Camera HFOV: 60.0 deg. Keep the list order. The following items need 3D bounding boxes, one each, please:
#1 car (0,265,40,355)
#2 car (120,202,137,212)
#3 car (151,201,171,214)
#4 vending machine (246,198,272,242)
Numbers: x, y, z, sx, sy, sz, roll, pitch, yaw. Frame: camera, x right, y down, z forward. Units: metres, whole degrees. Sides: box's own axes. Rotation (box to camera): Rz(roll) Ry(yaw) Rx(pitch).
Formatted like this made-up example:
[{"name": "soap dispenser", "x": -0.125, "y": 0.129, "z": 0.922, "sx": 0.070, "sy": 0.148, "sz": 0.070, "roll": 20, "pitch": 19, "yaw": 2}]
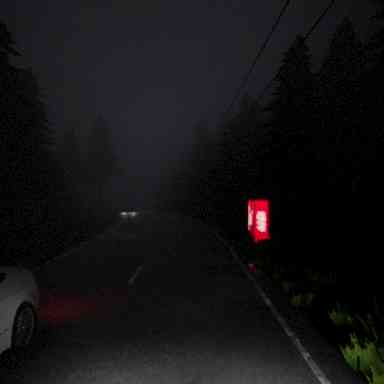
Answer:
[{"name": "car", "x": -3.300, "y": 1.562, "z": 3.525, "sx": 1.812, "sy": 1.442, "sz": 4.674, "roll": 0, "pitch": -1, "yaw": 0}, {"name": "car", "x": -8.824, "y": 2.017, "z": 45.726, "sx": 1.994, "sy": 1.385, "sz": 4.181, "roll": 0, "pitch": -1, "yaw": -19}, {"name": "car", "x": -3.913, "y": 1.900, "z": 41.332, "sx": 2.128, "sy": 1.511, "sz": 4.902, "roll": 0, "pitch": -1, "yaw": -15}, {"name": "vending machine", "x": 3.318, "y": 1.359, "z": 16.516, "sx": 1.100, "sy": 2.100, "sz": 0.880, "roll": 0, "pitch": -1, "yaw": -2}]
